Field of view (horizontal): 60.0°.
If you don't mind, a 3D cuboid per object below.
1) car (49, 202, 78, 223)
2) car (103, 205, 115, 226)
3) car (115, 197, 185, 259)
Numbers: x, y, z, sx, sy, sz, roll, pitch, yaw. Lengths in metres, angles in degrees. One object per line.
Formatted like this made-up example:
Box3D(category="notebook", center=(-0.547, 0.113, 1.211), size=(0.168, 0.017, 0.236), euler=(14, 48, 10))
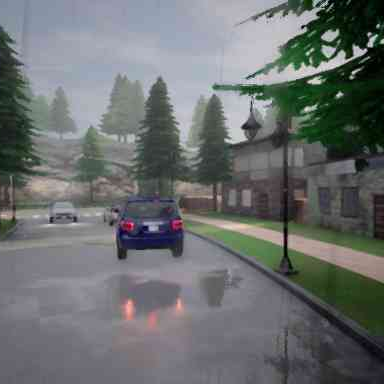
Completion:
Box3D(category="car", center=(-9.772, 1.477, 25.277), size=(1.812, 1.442, 4.674), euler=(0, 0, -22))
Box3D(category="car", center=(-4.951, 1.539, 22.942), size=(1.895, 1.301, 4.718), euler=(0, 0, -22))
Box3D(category="car", center=(-1.747, 1.183, 12.687), size=(2.150, 2.045, 5.566), euler=(0, 0, -13))
